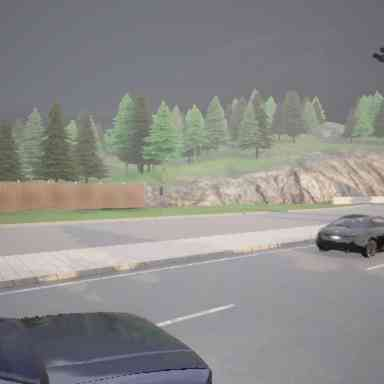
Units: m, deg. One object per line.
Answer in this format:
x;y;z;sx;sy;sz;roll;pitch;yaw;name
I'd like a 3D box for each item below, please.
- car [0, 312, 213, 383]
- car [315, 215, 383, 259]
-2.351;1.547;2.067;5.357;1.411;2.033;0;0;-36;car
6.655;1.563;12.791;4.181;1.385;1.994;0;0;-36;car
